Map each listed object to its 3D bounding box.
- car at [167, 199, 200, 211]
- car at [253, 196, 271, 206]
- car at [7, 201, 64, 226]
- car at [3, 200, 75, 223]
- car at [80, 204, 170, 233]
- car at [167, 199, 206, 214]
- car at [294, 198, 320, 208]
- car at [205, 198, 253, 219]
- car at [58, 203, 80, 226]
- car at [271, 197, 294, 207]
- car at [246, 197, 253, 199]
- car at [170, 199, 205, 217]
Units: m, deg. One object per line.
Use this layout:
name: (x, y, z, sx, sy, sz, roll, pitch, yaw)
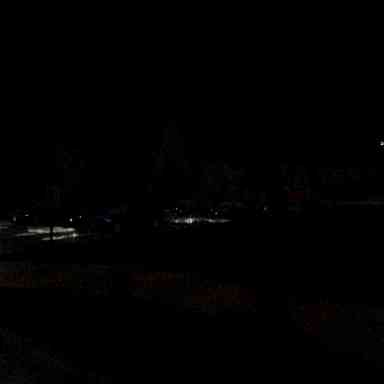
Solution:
car: (-1.020, 1.554, 41.542, 1.994, 1.385, 4.181, 0, 0, 36)
car: (12.144, 1.472, 53.531, 1.882, 1.535, 5.008, 0, 0, 36)
car: (-9.952, 1.481, 23.326, 2.128, 1.511, 4.902, 0, 0, 36)
car: (-12.002, 1.494, 26.456, 1.837, 1.490, 4.892, 0, 0, 36)
car: (-3.830, 1.472, 19.837, 1.882, 1.535, 5.008, 0, 0, 36)
car: (-0.532, 1.517, 36.245, 1.812, 1.442, 4.674, 0, 0, 36)
car: (16.886, 1.596, 48.181, 1.895, 1.301, 4.718, 0, 0, 37)
car: (3.397, 1.520, 29.744, 1.812, 1.442, 4.674, 0, 0, 36)
car: (-6.357, 1.557, 22.320, 1.994, 1.385, 4.181, 0, 0, 36)
car: (14.455, 1.541, 50.774, 2.033, 1.411, 5.357, 0, 0, 37)
car: (9.538, 1.592, 55.891, 1.994, 1.385, 4.181, 0, 0, 36)
car: (0.417, 1.498, 31.626, 1.837, 1.490, 4.892, 0, 0, 36)
